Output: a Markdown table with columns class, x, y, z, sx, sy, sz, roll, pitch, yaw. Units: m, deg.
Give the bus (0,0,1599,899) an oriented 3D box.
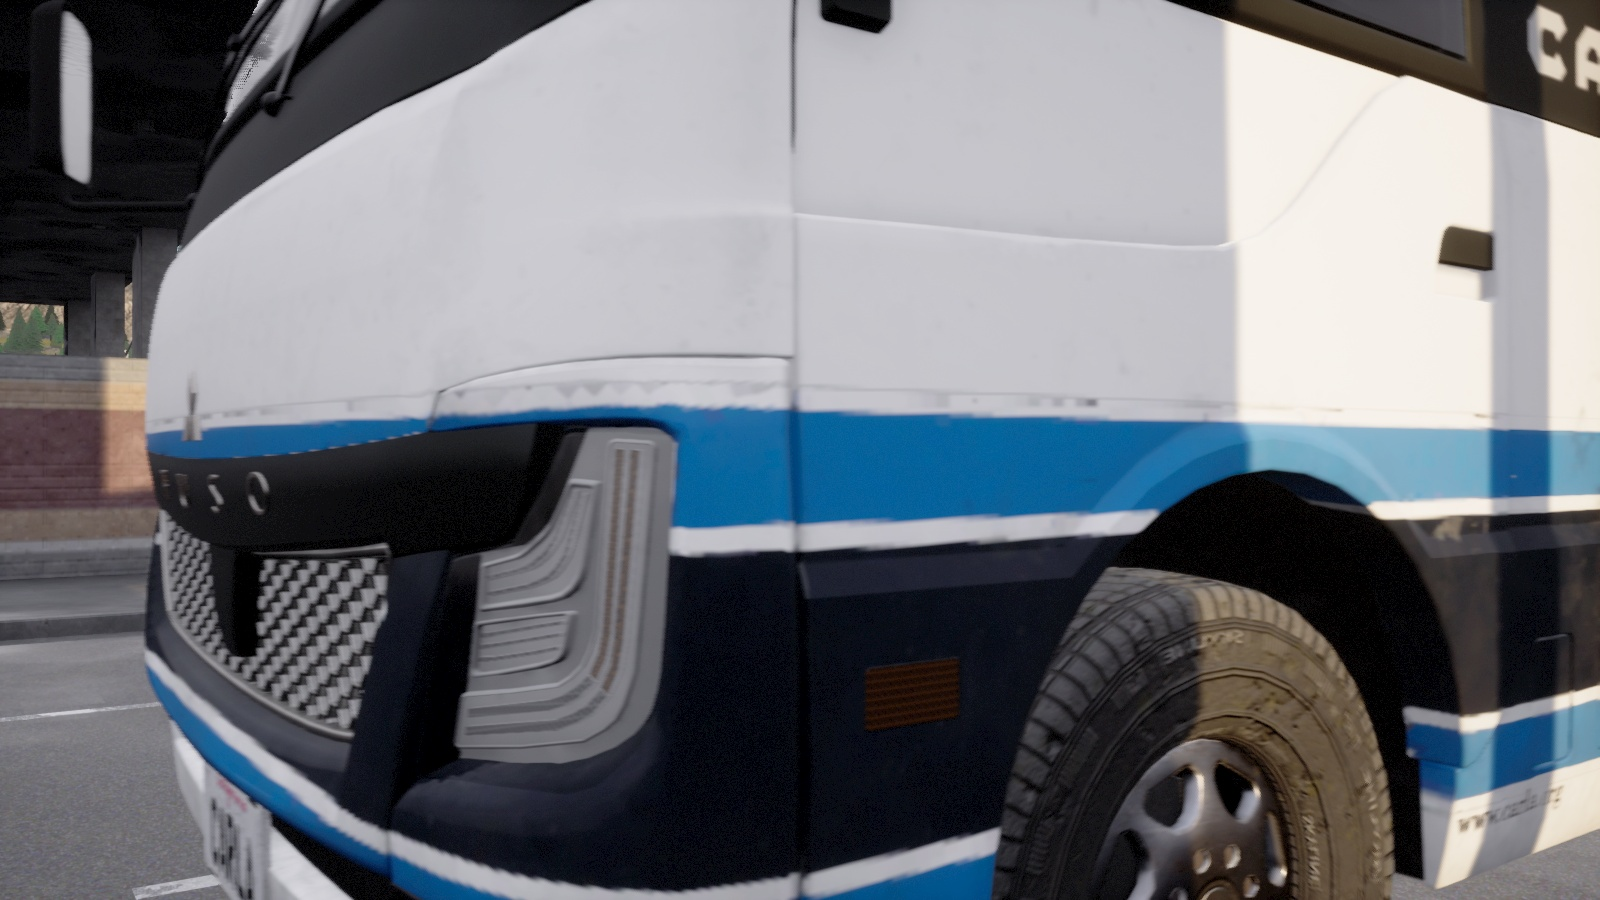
| class | x | y | z | sx | sy | sz | roll | pitch | yaw |
| --- | --- | --- | --- | --- | --- | --- | --- | --- | --- |
| bus | 2.288 | -0.624 | 5.269 | 10.273 | 4.253 | 3.944 | 0 | 0 | -35 |
